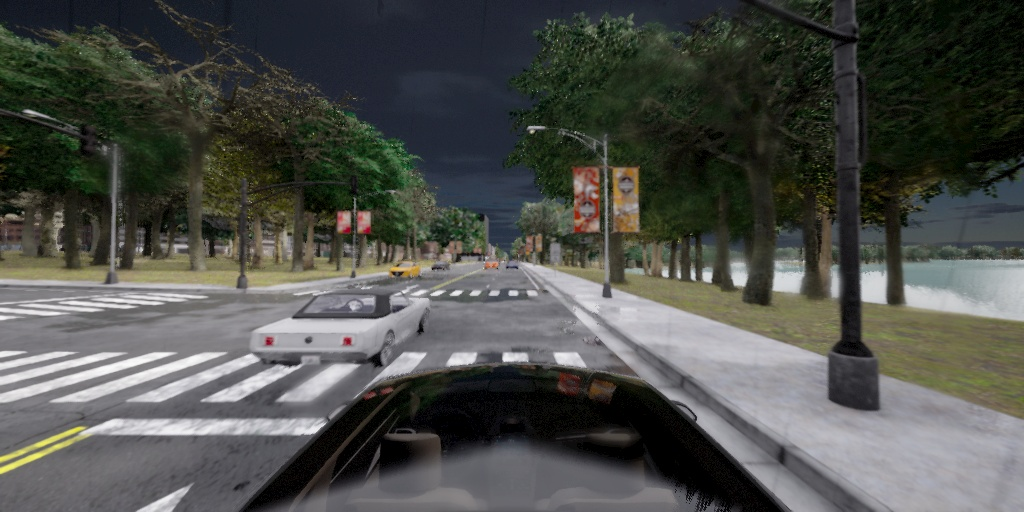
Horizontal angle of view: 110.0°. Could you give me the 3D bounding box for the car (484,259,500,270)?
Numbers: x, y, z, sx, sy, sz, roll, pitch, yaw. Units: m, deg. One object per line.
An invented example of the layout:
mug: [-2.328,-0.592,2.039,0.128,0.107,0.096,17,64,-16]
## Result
car: [-3.230,1.232,57.290,2.097,1.767,4.553,0,0,0]

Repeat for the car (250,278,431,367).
car: [-3.149,1.356,7.850,1.895,1.301,4.718,0,0,0]

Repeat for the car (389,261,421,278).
car: [-9.826,1.279,33.209,1.882,1.535,5.008,0,0,0]

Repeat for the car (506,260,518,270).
car: [0.020,1.444,57.318,1.994,1.385,4.181,0,0,0]

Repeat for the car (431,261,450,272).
car: [-9.791,1.398,49.659,2.033,1.411,5.357,0,0,1]
